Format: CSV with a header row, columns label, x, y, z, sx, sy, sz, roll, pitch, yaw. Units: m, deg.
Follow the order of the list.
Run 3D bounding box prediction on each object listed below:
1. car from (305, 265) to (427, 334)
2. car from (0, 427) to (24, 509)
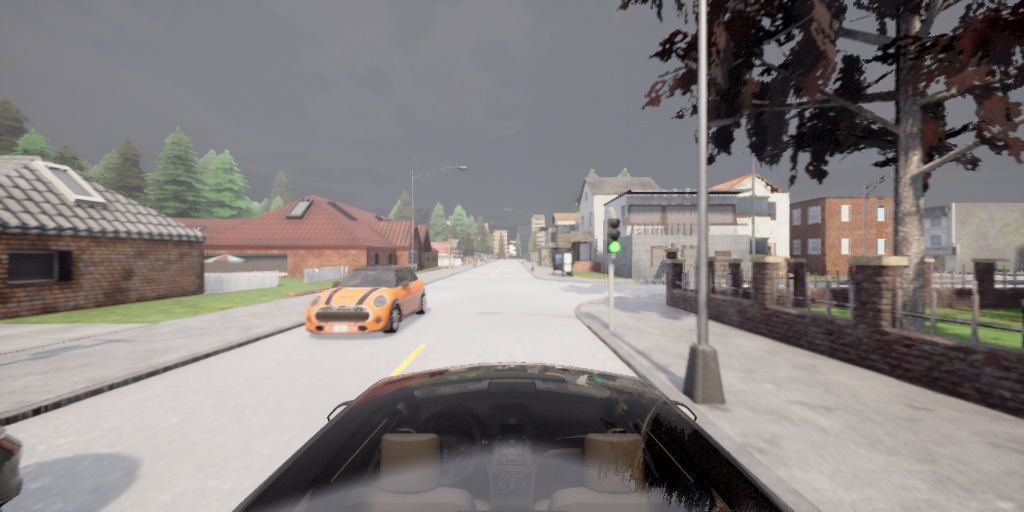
label,x,y,z,sx,sy,sz,roll,pitch,yaw
car,-3.997,1.103,10.613,2.097,1.767,4.553,0,0,0
car,-4.080,1.275,0.332,1.812,1.442,4.674,0,0,0
